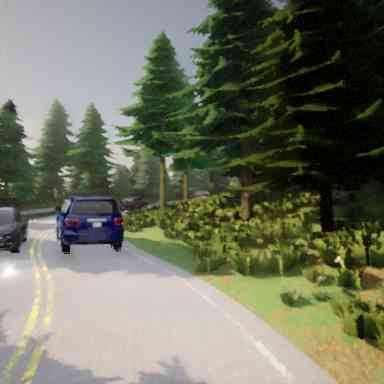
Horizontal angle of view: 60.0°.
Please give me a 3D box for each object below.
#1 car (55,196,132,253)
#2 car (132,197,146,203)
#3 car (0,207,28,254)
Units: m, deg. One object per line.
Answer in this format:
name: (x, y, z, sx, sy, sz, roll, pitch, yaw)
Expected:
car: (-4.290, 1.153, 13.653, 2.150, 2.045, 5.566, 1, 1, -24)
car: (-5.738, 1.180, 32.244, 1.812, 1.442, 4.674, -2, 1, 13)
car: (-7.434, 1.384, 12.670, 1.837, 1.490, 4.892, 0, 0, -21)
